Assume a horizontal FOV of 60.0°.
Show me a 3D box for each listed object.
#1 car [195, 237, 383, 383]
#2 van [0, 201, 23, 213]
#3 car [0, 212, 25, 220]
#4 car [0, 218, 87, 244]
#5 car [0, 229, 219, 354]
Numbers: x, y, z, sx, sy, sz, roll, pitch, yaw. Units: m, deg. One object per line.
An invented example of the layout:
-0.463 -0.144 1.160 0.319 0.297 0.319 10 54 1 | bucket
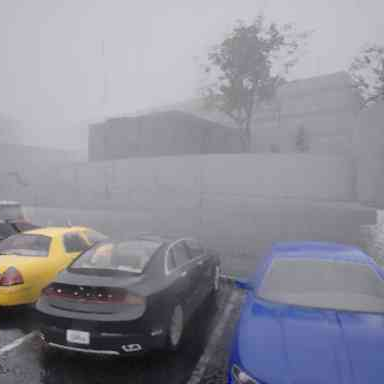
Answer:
1.722 1.493 4.578 2.097 1.535 5.008 1 -1 16 | car
-8.007 1.285 11.414 1.878 1.987 4.442 0 -1 16 | van
-5.551 1.536 9.816 2.163 1.488 4.792 0 -1 16 | car
-3.084 1.500 8.229 1.946 1.575 5.366 0 -1 16 | car
-0.712 1.497 6.307 2.231 1.521 4.892 0 -1 16 | car
